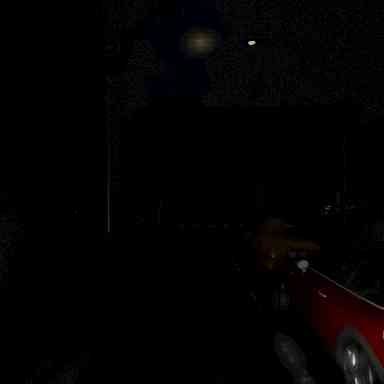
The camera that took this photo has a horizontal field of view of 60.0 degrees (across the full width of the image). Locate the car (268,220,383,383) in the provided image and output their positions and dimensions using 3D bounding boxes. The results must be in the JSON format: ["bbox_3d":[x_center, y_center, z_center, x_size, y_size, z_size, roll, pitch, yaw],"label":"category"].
[{"bbox_3d":[2.641,1.441,4.989,1.967,1.590,4.097,0,0,0],"label":"car"}]

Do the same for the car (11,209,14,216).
[{"bbox_3d":[-13.460,1.566,29.447,4.674,1.442,1.812,0,0,0],"label":"car"}]

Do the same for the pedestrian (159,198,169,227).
[{"bbox_3d":[-1.734,1.301,20.933,0.375,1.860,0.375,0,0,0],"label":"pedestrian"}]

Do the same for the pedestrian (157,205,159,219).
[{"bbox_3d":[-1.943,1.303,21.785,0.375,1.860,0.375,0,0,0],"label":"pedestrian"}]

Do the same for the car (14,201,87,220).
[{"bbox_3d":[-10.990,1.491,26.502,5.008,1.535,1.882,0,0,0],"label":"car"}]

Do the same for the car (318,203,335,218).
[{"bbox_3d":[13.637,1.342,29.536,4.553,1.767,2.097,0,0,0],"label":"car"}]

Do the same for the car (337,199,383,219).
[{"bbox_3d":[14.443,1.319,26.586,4.553,1.767,2.097,0,0,0],"label":"car"}]

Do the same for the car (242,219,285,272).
[{"bbox_3d":[2.638,1.529,10.597,1.752,1.417,4.829,0,0,0],"label":"car"}]

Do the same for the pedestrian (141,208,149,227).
[{"bbox_3d":[-2.890,1.149,20.202,0.375,1.860,0.375,0,0,0],"label":"pedestrian"}]
